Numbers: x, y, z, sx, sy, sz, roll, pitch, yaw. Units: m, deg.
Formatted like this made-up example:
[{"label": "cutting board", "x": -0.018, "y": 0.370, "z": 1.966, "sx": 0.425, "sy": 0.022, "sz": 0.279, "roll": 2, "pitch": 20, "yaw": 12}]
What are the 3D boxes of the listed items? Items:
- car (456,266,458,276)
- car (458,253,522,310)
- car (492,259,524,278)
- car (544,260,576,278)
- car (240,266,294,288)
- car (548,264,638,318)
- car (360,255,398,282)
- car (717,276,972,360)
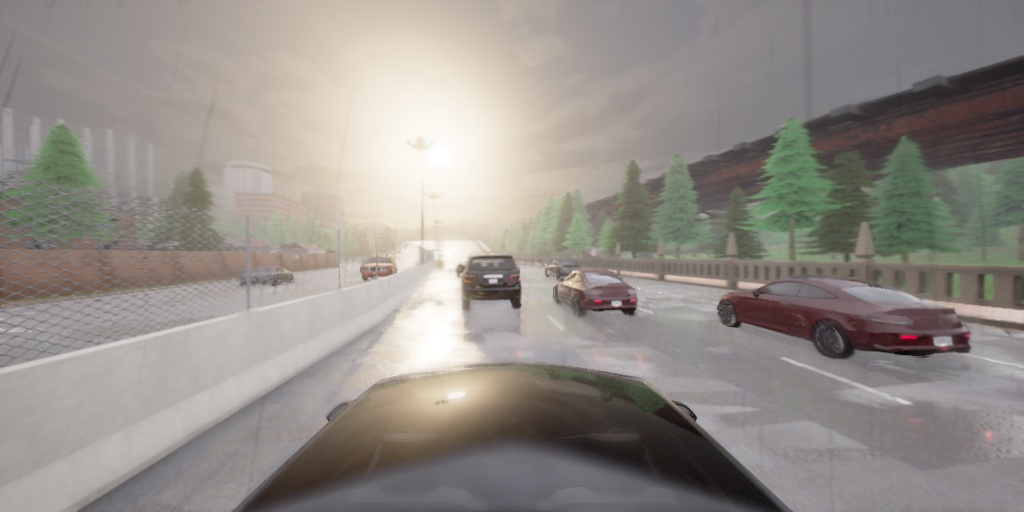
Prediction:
[{"label": "car", "x": -4.408, "y": 1.238, "z": 34.695, "sx": 1.895, "sy": 1.301, "sz": 4.718, "roll": -1, "pitch": 0, "yaw": -10}, {"label": "car", "x": -0.980, "y": 0.919, "z": 14.766, "sx": 2.150, "sy": 2.045, "sz": 5.566, "roll": -1, "pitch": 1, "yaw": -7}, {"label": "car", "x": -0.466, "y": 1.090, "z": 32.563, "sx": 2.128, "sy": 1.511, "sz": 4.902, "roll": -1, "pitch": 0, "yaw": -10}, {"label": "car", "x": 3.908, "y": 1.058, "z": 28.052, "sx": 2.128, "sy": 1.511, "sz": 4.902, "roll": -1, "pitch": 0, "yaw": -10}, {"label": "car", "x": -17.105, "y": 1.410, "z": 25.252, "sx": 1.994, "sy": 1.385, "sz": 4.181, "roll": -1, "pitch": 0, "yaw": -10}, {"label": "car", "x": 2.754, "y": 1.185, "z": 12.580, "sx": 1.812, "sy": 1.442, "sz": 4.674, "roll": -1, "pitch": 0, "yaw": -6}, {"label": "car", "x": -10.830, "y": 0.967, "z": 29.795, "sx": 2.150, "sy": 2.045, "sz": 5.566, "roll": -1, "pitch": 0, "yaw": -10}, {"label": "car", "x": 6.649, "y": 1.159, "z": 7.937, "sx": 1.812, "sy": 1.442, "sz": 4.674, "roll": -1, "pitch": 0, "yaw": -3}]
